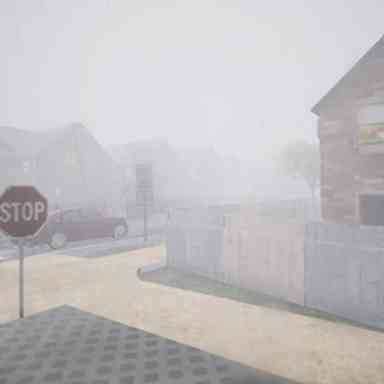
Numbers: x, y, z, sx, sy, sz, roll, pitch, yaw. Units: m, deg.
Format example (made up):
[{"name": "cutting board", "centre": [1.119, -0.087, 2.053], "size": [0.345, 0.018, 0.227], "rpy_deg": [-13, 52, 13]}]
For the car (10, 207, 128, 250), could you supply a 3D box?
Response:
[{"name": "car", "centre": [-4.855, 1.370, 13.905], "size": [1.882, 1.535, 5.008], "rpy_deg": [-3, -1, 34]}]

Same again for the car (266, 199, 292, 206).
[{"name": "car", "centre": [7.790, 1.288, 30.779], "size": [1.994, 1.385, 4.181], "rpy_deg": [-2, -1, 36]}]
